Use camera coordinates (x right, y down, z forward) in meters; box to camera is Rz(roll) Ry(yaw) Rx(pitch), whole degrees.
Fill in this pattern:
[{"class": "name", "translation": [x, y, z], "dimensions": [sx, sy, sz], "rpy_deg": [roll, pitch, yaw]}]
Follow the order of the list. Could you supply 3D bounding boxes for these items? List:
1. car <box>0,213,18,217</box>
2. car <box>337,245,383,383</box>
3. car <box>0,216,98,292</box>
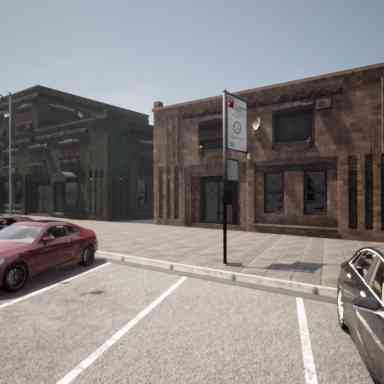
[{"class": "car", "translation": [-6.809, 1.518, 10.888], "dimensions": [2.163, 1.488, 4.792], "rpy_deg": [1, -1, 16]}, {"class": "car", "translation": [2.984, 1.487, 3.967], "dimensions": [2.231, 1.521, 4.892], "rpy_deg": [1, -1, 15]}, {"class": "car", "translation": [-4.356, 1.527, 9.176], "dimensions": [2.002, 1.452, 4.674], "rpy_deg": [1, -1, 15]}]
